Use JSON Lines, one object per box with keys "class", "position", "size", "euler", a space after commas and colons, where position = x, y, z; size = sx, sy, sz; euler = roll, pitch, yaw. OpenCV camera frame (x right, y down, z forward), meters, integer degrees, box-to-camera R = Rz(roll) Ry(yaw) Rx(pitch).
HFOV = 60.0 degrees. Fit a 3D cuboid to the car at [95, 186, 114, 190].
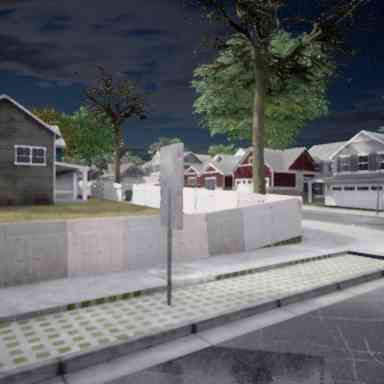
{"class": "car", "position": [-13.107, -0.543, 50.423], "size": [2.033, 1.411, 5.357], "euler": [0, 2, -34]}
